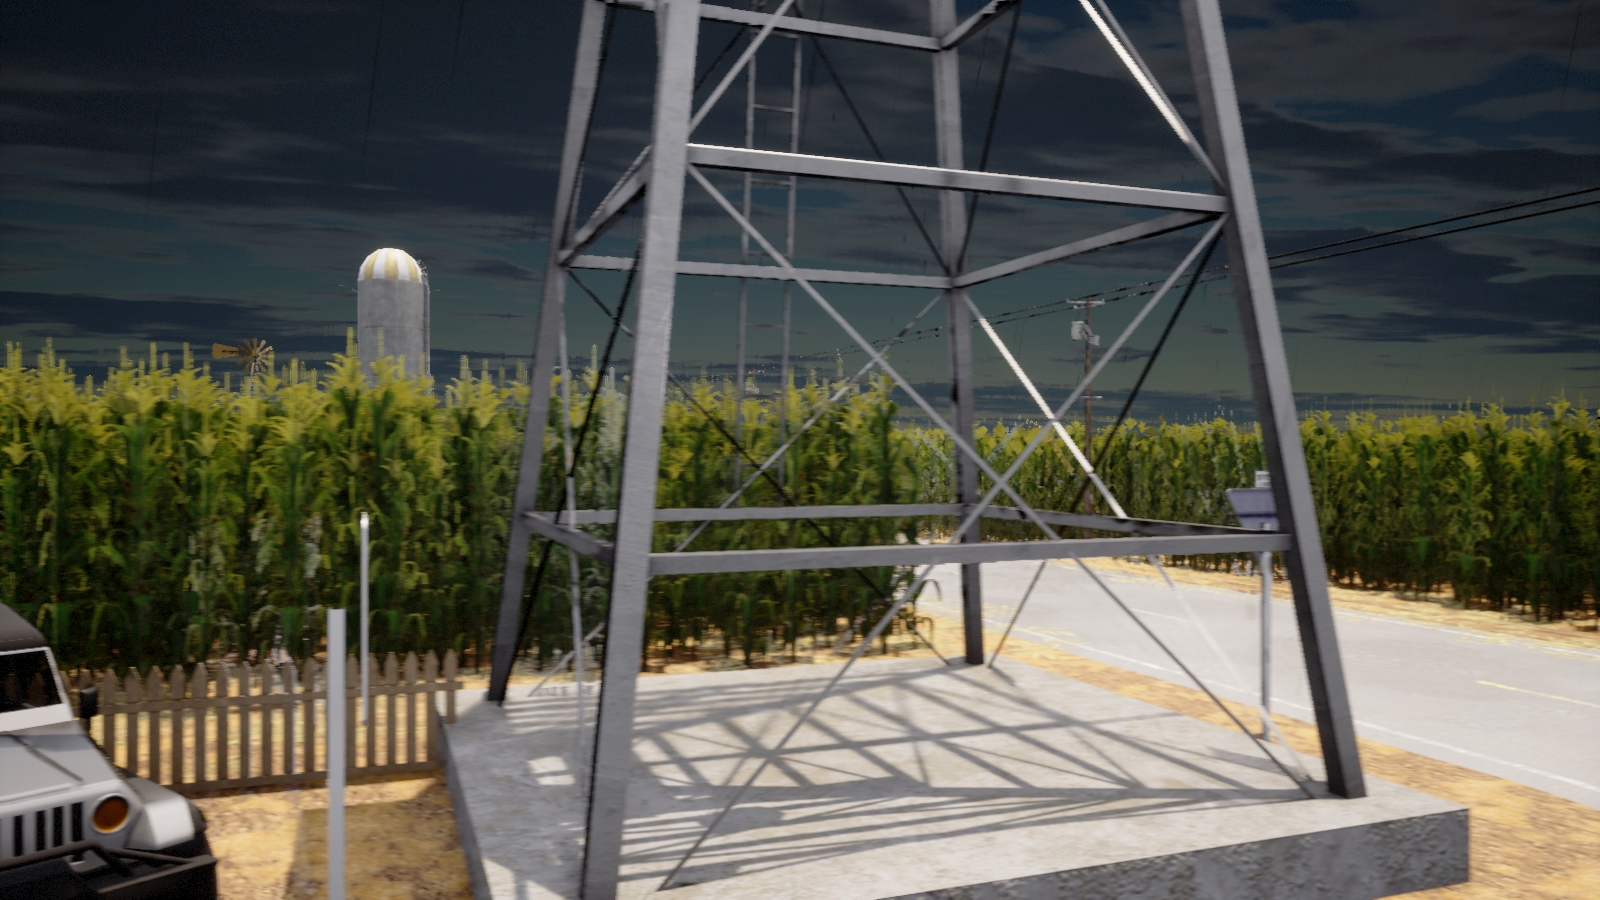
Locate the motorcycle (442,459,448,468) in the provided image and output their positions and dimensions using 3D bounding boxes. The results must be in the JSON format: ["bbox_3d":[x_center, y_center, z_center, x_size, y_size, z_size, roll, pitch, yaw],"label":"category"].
[{"bbox_3d":[-55.223,2.137,177.768,0.764,1.307,2.356,0,0,-21],"label":"motorcycle"}]
